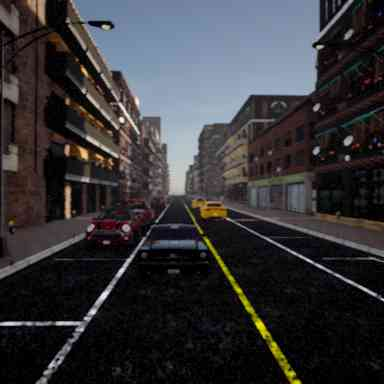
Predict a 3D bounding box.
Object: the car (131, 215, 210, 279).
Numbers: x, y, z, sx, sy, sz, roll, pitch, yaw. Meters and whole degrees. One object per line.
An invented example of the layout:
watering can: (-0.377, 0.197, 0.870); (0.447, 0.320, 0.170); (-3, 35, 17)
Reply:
car: (-0.540, 1.626, 10.273); (1.895, 1.301, 4.718); (0, 0, -3)

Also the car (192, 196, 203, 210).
car: (1.035, 1.607, 44.893); (1.882, 1.535, 5.008); (0, -1, -2)

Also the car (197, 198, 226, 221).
car: (1.749, 1.568, 28.356); (1.882, 1.535, 5.008); (0, 0, -2)

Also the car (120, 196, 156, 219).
car: (-3.683, 1.349, 20.714); (2.192, 1.841, 5.009); (1, 0, -2)

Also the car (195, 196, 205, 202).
car: (1.989, 1.784, 83.014); (2.008, 1.369, 4.403); (1, 0, -2)

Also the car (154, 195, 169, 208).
car: (-4.909, 1.416, 48.869); (2.192, 1.841, 5.009); (1, 0, -2)

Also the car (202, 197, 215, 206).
car: (2.970, 1.727, 60.491); (1.887, 1.381, 4.507); (1, 0, -2)

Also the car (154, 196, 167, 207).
car: (-5.156, 1.554, 54.499); (1.967, 1.590, 4.097); (1, 0, -2)

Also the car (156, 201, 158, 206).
car: (-3.931, 1.630, 26.344); (1.802, 1.307, 4.206); (1, 0, -2)

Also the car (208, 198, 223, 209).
car: (3.453, 1.682, 49.399); (1.752, 1.417, 4.829); (1, 0, -2)

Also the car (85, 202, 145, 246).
car: (-3.439, 1.460, 15.083); (1.967, 1.590, 4.097); (1, 0, -2)
